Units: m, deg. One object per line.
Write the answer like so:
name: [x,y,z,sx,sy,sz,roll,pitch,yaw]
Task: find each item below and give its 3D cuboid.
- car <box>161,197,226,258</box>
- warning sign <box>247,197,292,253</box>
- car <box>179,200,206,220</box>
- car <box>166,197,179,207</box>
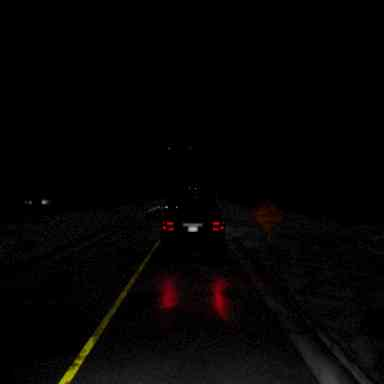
car: [0.057,1.223,12.925,2.150,2.045,5.566,0,0,1]
warning sign: [2.695,1.114,11.732,1.300,1.860,1.060,-1,-1,0]
car: [0.057,1.499,29.069,2.128,1.511,4.902,0,0,0]
car: [-3.087,1.556,52.853,1.812,1.442,4.674,0,0,0]
